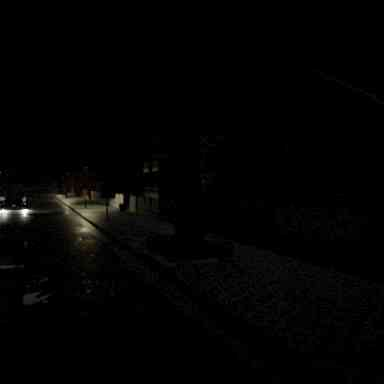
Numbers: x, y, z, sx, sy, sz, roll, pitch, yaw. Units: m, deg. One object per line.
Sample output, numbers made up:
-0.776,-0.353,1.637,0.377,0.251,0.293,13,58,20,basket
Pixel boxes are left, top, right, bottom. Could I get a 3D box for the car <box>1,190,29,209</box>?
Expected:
-16.509,0.579,31.195,2.097,1.767,4.553,1,1,-25,car
